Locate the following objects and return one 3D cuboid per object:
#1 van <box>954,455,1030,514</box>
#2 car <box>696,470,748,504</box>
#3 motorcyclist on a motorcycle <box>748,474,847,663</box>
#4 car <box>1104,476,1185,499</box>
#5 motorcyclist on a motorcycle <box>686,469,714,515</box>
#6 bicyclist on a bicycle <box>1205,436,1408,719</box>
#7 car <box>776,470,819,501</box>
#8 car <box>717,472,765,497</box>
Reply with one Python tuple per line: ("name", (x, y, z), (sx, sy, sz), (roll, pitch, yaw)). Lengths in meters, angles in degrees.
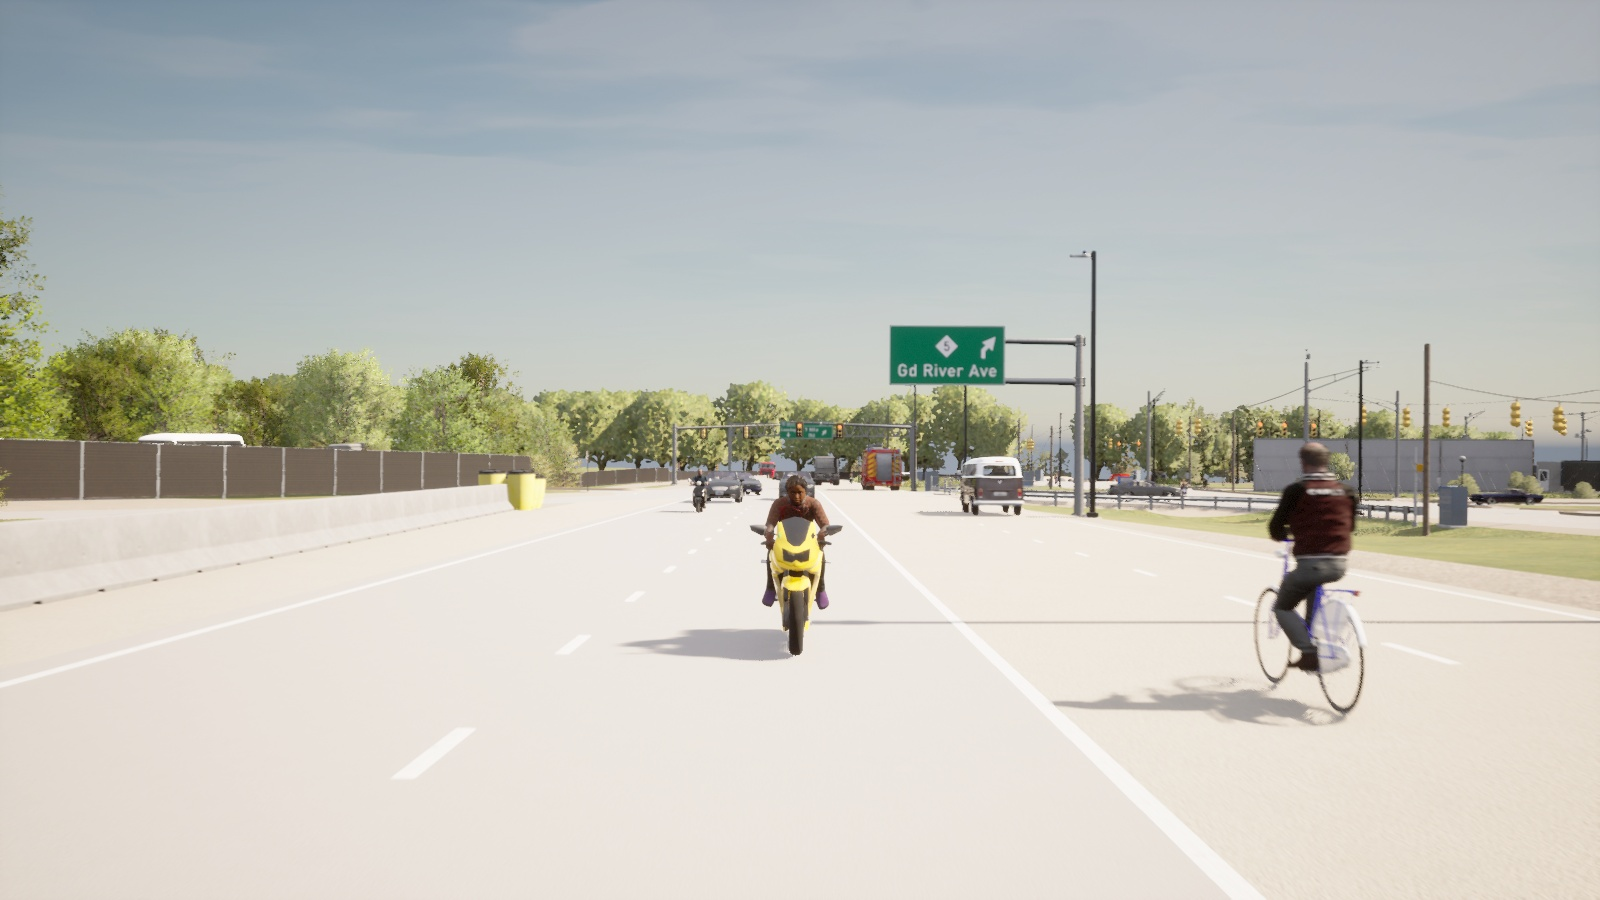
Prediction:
("van", (6.893, 1.228, 45.507), (2.069, 2.038, 4.480), (0, -1, 0))
("car", (-3.638, 1.717, 59.364), (2.128, 1.511, 4.902), (0, -1, 0))
("motorcyclist on a motorcycle", (-0.026, 0.979, 11.224), (0.797, 1.523, 2.044), (0, -1, 0))
("car", (23.591, 2.572, 86.078), (4.902, 1.511, 2.128), (0, -1, -2))
("motorcyclist on a motorcycle", (-3.605, 1.500, 45.353), (0.866, 1.590, 1.817), (0, -1, 0))
("bicyclist on a bicycle", (3.479, 0.811, 8.812), (0.659, 1.776, 1.843), (0, -1, 0))
("car", (-0.148, 1.788, 64.838), (2.128, 1.511, 4.902), (0, -1, 0))
("car", (-3.625, 2.079, 76.684), (2.033, 1.411, 5.357), (0, -1, -13))
